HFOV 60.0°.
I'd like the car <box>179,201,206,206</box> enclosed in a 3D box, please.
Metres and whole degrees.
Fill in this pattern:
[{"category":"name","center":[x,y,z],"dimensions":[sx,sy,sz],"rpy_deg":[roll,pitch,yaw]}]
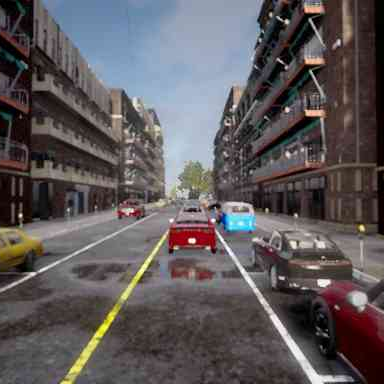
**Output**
[{"category":"car","center":[0.030,1.811,29.410],"dimensions":[1.812,1.442,4.674],"rpy_deg":[0,0,0]}]

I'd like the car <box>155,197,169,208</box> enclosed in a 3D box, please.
[{"category":"car","center":[-5.632,2.110,59.822],"dimensions":[1.752,1.417,4.829],"rpy_deg":[1,-1,0]}]

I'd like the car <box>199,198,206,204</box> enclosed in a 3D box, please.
[{"category":"car","center":[2.775,2.417,88.253],"dimensions":[1.887,1.381,4.507],"rpy_deg":[1,-1,0]}]

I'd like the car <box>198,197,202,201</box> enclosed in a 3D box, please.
[{"category":"car","center":[2.768,2.341,82.762],"dimensions":[1.752,1.417,4.829],"rpy_deg":[1,-1,0]}]

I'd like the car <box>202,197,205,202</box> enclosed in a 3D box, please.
[{"category":"car","center":[3.155,1.882,54.188],"dimensions":[2.097,1.767,4.553],"rpy_deg":[0,-1,0]}]

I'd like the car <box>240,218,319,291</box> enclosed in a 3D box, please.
[{"category":"car","center":[2.709,1.637,8.992],"dimensions":[2.008,1.369,4.403],"rpy_deg":[1,-1,0]}]

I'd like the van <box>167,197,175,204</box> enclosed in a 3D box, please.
[{"category":"van","center":[-5.606,2.213,88.300],"dimensions":[1.690,1.788,3.998],"rpy_deg":[1,-1,0]}]

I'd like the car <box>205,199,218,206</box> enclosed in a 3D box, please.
[{"category":"car","center":[3.186,1.986,47.216],"dimensions":[1.812,1.442,4.674],"rpy_deg":[0,-1,0]}]

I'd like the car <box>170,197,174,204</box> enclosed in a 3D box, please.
[{"category":"car","center":[-5.621,2.140,71.316],"dimensions":[1.967,1.590,4.097],"rpy_deg":[1,-1,0]}]

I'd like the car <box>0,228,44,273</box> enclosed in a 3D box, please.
[{"category":"car","center":[-5.671,1.611,8.869],"dimensions":[1.752,1.417,4.829],"rpy_deg":[1,-1,0]}]

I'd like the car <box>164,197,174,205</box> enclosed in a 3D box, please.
[{"category":"car","center":[-5.610,2.130,82.639],"dimensions":[2.192,1.841,5.009],"rpy_deg":[1,-1,0]}]

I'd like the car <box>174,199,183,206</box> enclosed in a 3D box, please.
[{"category":"car","center":[-2.944,2.178,71.791],"dimensions":[1.882,1.535,5.008],"rpy_deg":[0,-1,0]}]

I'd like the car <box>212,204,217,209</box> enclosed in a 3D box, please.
[{"category":"car","center":[2.722,1.833,25.976],"dimensions":[1.802,1.307,4.206],"rpy_deg":[1,-1,0]}]

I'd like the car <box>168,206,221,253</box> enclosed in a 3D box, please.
[{"category":"car","center":[0.019,1.617,14.480],"dimensions":[1.882,1.535,5.008],"rpy_deg":[0,0,0]}]

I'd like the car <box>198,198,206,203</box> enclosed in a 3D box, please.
[{"category":"car","center":[2.783,2.495,93.914],"dimensions":[1.947,1.339,4.313],"rpy_deg":[1,-1,0]}]

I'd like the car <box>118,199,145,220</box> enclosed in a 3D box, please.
[{"category":"car","center":[-5.650,1.622,31.687],"dimensions":[2.192,1.841,5.009],"rpy_deg":[1,-1,0]}]

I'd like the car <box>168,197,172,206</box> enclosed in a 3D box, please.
[{"category":"car","center":[-5.627,2.188,65.652],"dimensions":[1.887,1.381,4.507],"rpy_deg":[1,-1,0]}]

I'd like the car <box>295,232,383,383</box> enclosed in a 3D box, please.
[{"category":"car","center":[2.706,1.473,3.332],"dimensions":[1.967,1.590,4.097],"rpy_deg":[1,-1,0]}]

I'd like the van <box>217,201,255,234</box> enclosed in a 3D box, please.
[{"category":"van","center":[2.721,1.537,20.317],"dimensions":[1.690,1.788,3.998],"rpy_deg":[1,-1,0]}]
